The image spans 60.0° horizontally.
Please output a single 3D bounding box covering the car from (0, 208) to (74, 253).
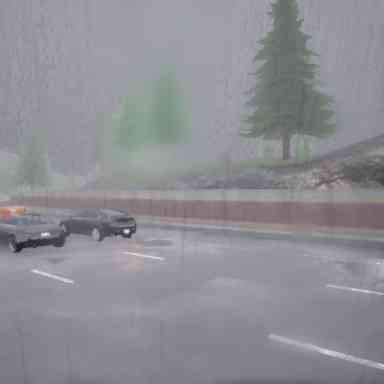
[{"bbox_3d":[-7.049,1.573,13.860,4.181,1.385,1.994,0,0,41],"label":"car"}]

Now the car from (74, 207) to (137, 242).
[{"bbox_3d":[-4.769,1.517,16.516,4.892,1.490,1.837,0,0,41],"label":"car"}]

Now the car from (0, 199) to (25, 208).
[{"bbox_3d":[-14.453,1.367,25.720,2.097,1.767,4.553,0,0,-44],"label":"car"}]
